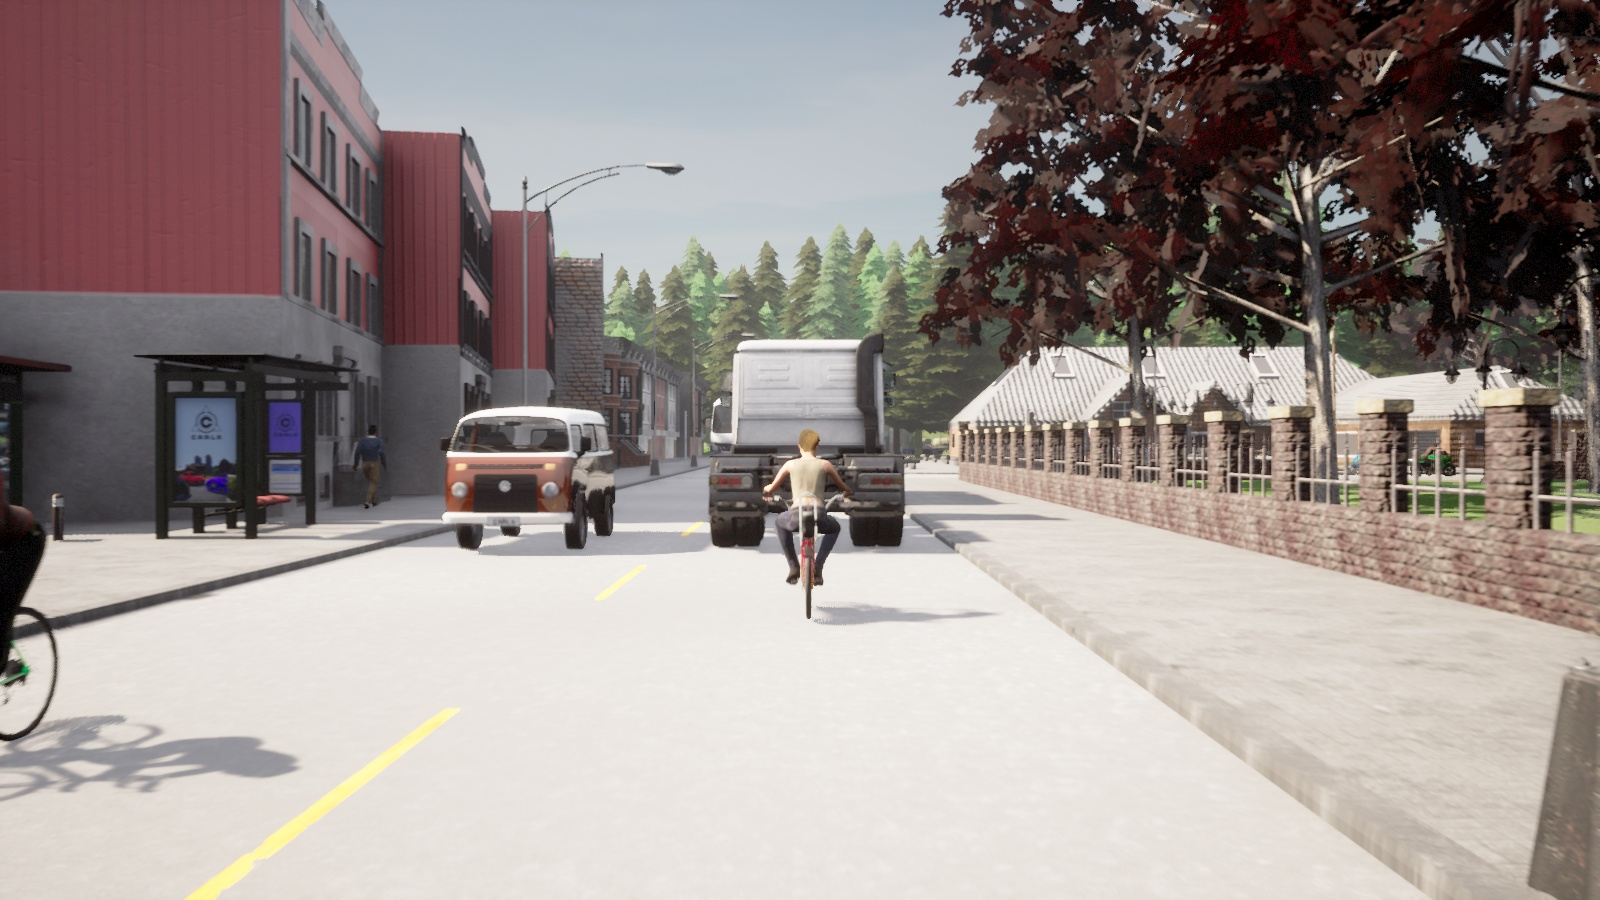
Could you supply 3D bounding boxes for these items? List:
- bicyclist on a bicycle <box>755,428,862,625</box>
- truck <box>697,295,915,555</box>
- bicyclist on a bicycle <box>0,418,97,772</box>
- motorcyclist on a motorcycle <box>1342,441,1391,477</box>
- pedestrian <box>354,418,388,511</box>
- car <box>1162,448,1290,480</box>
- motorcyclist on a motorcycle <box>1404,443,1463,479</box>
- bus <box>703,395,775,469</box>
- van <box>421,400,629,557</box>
[{"bbox_3d":[0.072,0.621,11.016,0.866,1.612,1.509,0,0,0],"label":"bicyclist on a bicycle"},{"bbox_3d":[0.123,-0.351,20.694,2.891,3.462,7.936,0,0,1],"label":"truck"},{"bbox_3d":[-3.955,0.664,5.703,0.582,1.620,1.656,0,1,0],"label":"bicyclist on a bicycle"},{"bbox_3d":[25.502,0.404,56.560,1.817,1.590,0.866,0,0,1],"label":"motorcyclist on a motorcycle"},{"bbox_3d":[-9.138,0.299,26.769,0.423,1.949,0.788,0,0,1],"label":"pedestrian"},{"bbox_3d":[17.790,0.567,52.604,4.718,1.301,1.895,0,0,-1],"label":"car"},{"bbox_3d":[26.509,0.456,52.556,2.044,1.523,0.797,0,0,-1],"label":"motorcyclist on a motorcycle"},{"bbox_3d":[-3.587,-1.064,77.113,3.944,4.253,10.273,0,0,0],"label":"bus"},{"bbox_3d":[-3.888,0.363,18.591,2.069,2.038,4.480,0,0,0],"label":"van"}]
